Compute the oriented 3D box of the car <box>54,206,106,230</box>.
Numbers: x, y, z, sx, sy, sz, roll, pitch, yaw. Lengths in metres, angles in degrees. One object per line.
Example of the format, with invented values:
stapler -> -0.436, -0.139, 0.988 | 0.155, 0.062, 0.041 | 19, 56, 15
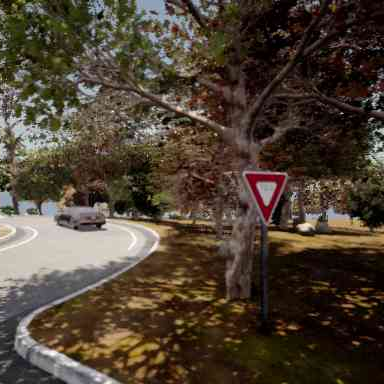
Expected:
car -> -7.498, 1.628, 22.024 | 2.033, 1.411, 5.357 | 0, 0, -38
